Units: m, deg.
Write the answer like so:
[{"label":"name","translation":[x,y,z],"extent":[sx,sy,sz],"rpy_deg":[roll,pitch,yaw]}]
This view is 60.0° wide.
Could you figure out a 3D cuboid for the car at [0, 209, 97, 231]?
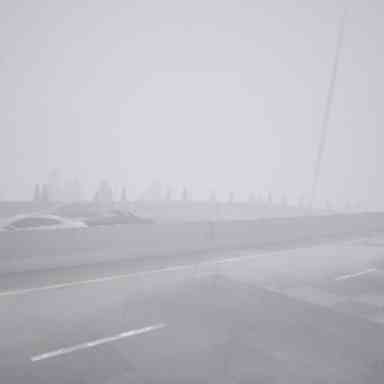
[{"label":"car","translation":[-6.248,1.547,12.433],"extent":[4.674,1.442,1.812],"rpy_deg":[0,0,-36]}]

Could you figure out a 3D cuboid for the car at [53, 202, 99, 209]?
[{"label":"car","translation":[-7.533,1.399,20.117],"extent":[4.553,1.767,2.097],"rpy_deg":[0,0,-36]}]

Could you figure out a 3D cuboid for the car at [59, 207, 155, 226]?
[{"label":"car","translation":[-4.501,1.655,17.984],"extent":[4.718,1.301,1.895],"rpy_deg":[0,0,-36]}]
